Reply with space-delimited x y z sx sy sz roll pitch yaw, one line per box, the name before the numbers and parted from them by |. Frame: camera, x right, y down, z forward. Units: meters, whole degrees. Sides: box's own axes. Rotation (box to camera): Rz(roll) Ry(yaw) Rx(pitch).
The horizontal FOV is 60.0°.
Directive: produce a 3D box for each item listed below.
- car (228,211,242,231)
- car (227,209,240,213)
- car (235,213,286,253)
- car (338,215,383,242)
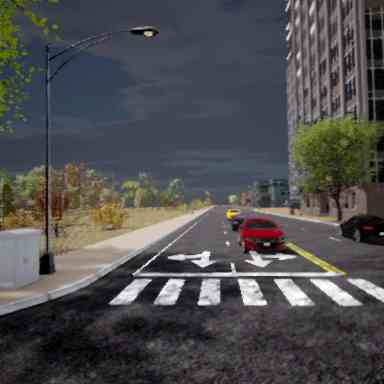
car | 4.395 2.578 28.639 1.994 1.385 4.181 -1 -2 5
car | 5.923 3.144 46.372 1.882 1.535 5.008 -1 -2 5
car | 3.396 2.049 16.672 1.882 1.535 5.008 -1 -2 5
car | 10.148 2.085 19.554 1.812 1.442 4.674 -1 -2 6
